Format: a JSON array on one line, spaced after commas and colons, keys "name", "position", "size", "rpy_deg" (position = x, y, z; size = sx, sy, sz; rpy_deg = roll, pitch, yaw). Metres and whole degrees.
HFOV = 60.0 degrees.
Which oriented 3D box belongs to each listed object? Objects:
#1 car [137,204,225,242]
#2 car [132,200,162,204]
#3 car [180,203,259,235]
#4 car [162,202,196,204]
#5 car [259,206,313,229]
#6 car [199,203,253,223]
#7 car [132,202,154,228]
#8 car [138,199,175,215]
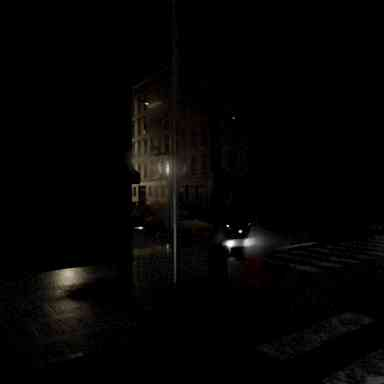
[{"name": "car", "position": [-0.741, 1.554, 16.715], "size": [1.752, 1.417, 4.829], "rpy_deg": [0, 0, -35]}, {"name": "car", "position": [-4.771, 1.517, 26.755], "size": [2.128, 1.511, 4.902], "rpy_deg": [0, 0, -35]}, {"name": "car", "position": [0.984, 1.565, 18.713], "size": [2.033, 1.411, 5.357], "rpy_deg": [0, 0, -32]}, {"name": "car", "position": [-0.573, 1.566, 30.319], "size": [1.947, 1.339, 4.313], "rpy_deg": [0, 0, -35]}, {"name": "car", "position": [5.704, 1.557, 21.500], "size": [1.947, 1.339, 4.313], "rpy_deg": [0, 0, -35]}, {"name": "car", "position": [2.565, 1.578, 25.910], "size": [1.802, 1.307, 4.206], "rpy_deg": [0, 0, -35]}, {"name": "car", "position": [-3.978, 1.584, 21.264], "size": [2.008, 1.369, 4.403], "rpy_deg": [0, 0, -35]}, {"name": "car", "position": [-3.811, 1.529, 34.867], "size": [1.752, 1.417, 4.829], "rpy_deg": [0, 0, -35]}]
